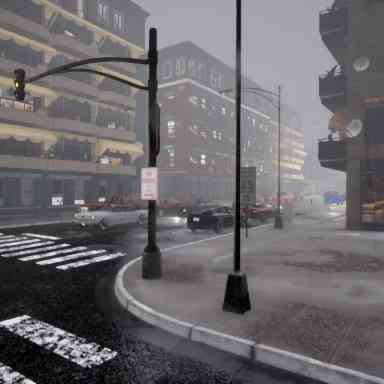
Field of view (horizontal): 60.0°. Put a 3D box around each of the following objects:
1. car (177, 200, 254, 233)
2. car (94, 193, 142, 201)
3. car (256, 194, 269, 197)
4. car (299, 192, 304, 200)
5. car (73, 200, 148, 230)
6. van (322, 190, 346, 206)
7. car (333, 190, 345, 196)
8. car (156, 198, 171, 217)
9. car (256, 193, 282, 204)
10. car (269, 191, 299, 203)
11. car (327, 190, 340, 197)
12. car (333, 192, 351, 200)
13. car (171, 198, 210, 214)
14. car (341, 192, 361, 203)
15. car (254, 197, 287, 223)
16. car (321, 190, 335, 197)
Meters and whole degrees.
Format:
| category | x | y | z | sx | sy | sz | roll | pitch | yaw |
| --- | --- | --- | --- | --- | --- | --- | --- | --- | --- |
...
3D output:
| category | x | y | z | sx | sy | sz | roll | pitch | yaw |
| --- | --- | --- | --- | --- | --- | --- | --- | --- | --- |
| car | 1.409 | 1.348 | 17.961 | 1.947 | 1.339 | 4.313 | 2 | 2 | 35 |
| car | -5.420 | 1.031 | 22.808 | 2.192 | 1.841 | 5.009 | 2 | 2 | 35 |
| car | 5.797 | 1.012 | 34.267 | 1.837 | 1.490 | 4.892 | 1 | 1 | 35 |
| car | 17.012 | 0.719 | 54.707 | 1.947 | 1.339 | 4.313 | 2 | 2 | 35 |
| car | -4.549 | 1.368 | 19.565 | 1.895 | 1.301 | 4.718 | 1 | 1 | 35 |
| van | 17.437 | 0.721 | 40.737 | 1.690 | 1.788 | 3.998 | 2 | 2 | 35 |
| car | 36.243 | 0.255 | 82.044 | 1.802 | 1.307 | 4.206 | 2 | 2 | 35 |
| car | -2.217 | 1.180 | 27.370 | 1.887 | 1.381 | 4.507 | 2 | 2 | 35 |
| car | 10.603 | 0.880 | 45.594 | 1.947 | 1.339 | 4.313 | 2 | 2 | 35 |
| car | 11.502 | 0.717 | 42.328 | 2.097 | 1.767 | 4.553 | 1 | 1 | 36 |
| car | 33.038 | 0.335 | 77.488 | 1.802 | 1.307 | 4.206 | 2 | 2 | 35 |
| car | 25.884 | 0.695 | 57.272 | 1.895 | 1.301 | 4.718 | 1 | 1 | 35 |
| car | 0.545 | 1.203 | 26.830 | 1.994 | 1.385 | 4.181 | 1 | 1 | 34 |
| car | 23.844 | 0.763 | 49.853 | 1.887 | 1.381 | 4.507 | 2 | 2 | 35 |
| car | 4.614 | 1.283 | 22.517 | 1.802 | 1.307 | 4.206 | 2 | 2 | 35 |
| car | 29.833 | 0.378 | 72.931 | 1.887 | 1.381 | 4.507 | 2 | 2 | 35 |
